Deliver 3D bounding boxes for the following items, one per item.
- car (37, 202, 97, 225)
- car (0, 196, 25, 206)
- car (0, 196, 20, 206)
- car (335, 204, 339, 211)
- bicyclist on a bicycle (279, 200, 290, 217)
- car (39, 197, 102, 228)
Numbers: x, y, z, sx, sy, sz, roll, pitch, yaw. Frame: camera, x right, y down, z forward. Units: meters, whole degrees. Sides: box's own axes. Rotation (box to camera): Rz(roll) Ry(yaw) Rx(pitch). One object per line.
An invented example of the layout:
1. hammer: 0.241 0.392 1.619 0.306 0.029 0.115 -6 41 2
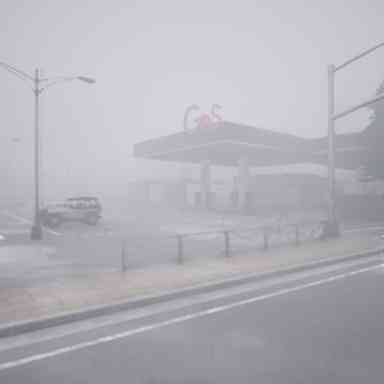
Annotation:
1. car: -9.271 1.550 24.833 3.806 1.475 1.970 0 0 -36
2. car: -29.278 1.520 52.641 5.027 1.636 2.152 0 0 -36
3. car: -31.149 1.529 55.159 4.514 1.523 2.007 0 0 -36
4. car: 20.118 1.653 41.146 2.242 1.667 4.611 0 0 -36
5. bicyclist on a bicycle: 9.176 1.632 32.839 1.656 1.620 0.582 0 0 -35
6. car: -7.830 1.266 21.775 3.866 1.878 1.905 0 0 -36
